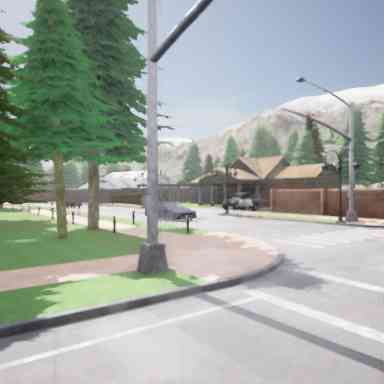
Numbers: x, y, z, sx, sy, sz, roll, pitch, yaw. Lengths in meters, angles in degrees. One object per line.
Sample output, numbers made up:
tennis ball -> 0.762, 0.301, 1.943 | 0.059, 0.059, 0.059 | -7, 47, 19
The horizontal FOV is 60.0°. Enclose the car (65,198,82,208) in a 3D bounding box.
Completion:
car -> -16.753, 1.524, 45.629 | 1.895, 1.301, 4.718 | 0, 0, -40

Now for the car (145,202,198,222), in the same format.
car -> -1.782, 1.465, 26.006 | 2.033, 1.411, 5.357 | 0, 0, -35

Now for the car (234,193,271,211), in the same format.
car -> 7.119, 1.027, 35.417 | 4.605, 1.855, 1.932 | 0, 0, -37

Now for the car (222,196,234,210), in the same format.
car -> 5.299, 1.031, 37.195 | 3.866, 1.878, 1.905 | 0, 0, -37
